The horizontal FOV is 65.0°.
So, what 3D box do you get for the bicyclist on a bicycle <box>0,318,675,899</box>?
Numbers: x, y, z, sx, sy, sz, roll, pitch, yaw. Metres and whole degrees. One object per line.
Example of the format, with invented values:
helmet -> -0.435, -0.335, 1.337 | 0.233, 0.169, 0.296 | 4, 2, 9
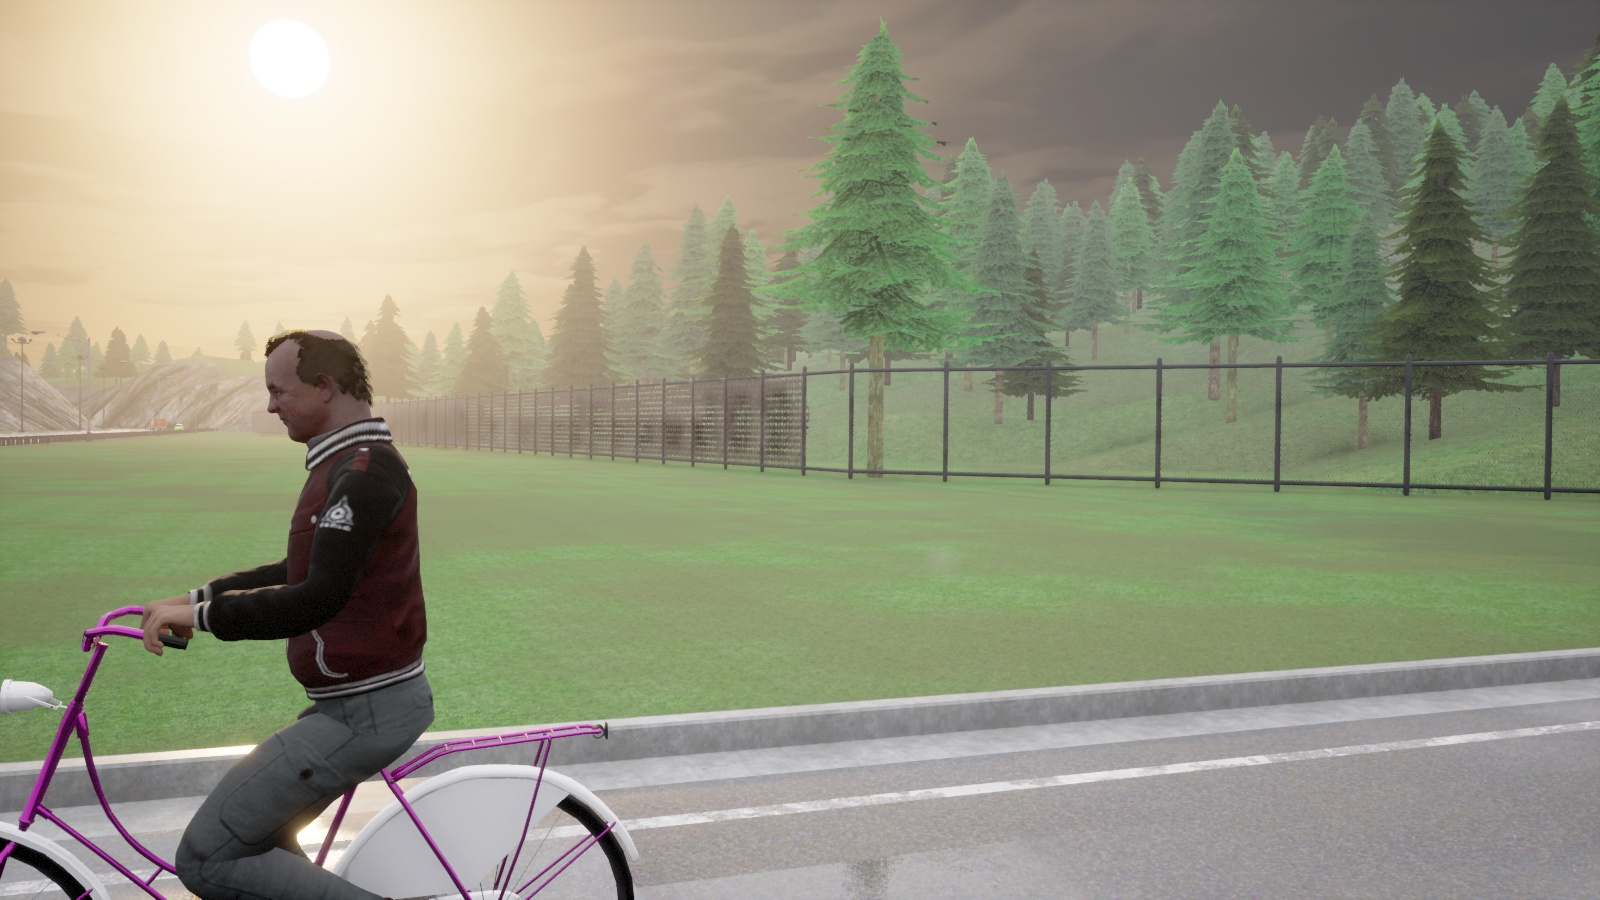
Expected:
bicyclist on a bicycle -> -1.259, 0.637, 2.760 | 1.843, 1.776, 0.659 | -1, 1, -21
